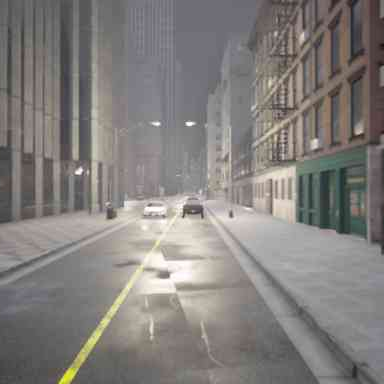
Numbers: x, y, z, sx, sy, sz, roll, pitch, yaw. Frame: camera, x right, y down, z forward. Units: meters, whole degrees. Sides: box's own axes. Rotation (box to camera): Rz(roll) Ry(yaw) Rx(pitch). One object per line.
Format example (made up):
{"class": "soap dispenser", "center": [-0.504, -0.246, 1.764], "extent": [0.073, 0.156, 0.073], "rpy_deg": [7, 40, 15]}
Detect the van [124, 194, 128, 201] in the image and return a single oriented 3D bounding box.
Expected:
{"class": "van", "center": [-19.620, 1.578, 92.124], "extent": [3.998, 1.788, 1.690], "rpy_deg": [-1, 0, 0]}

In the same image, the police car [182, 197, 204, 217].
{"class": "police car", "center": [0.098, 1.411, 30.757], "extent": [1.930, 1.638, 5.238], "rpy_deg": [0, 0, 0]}

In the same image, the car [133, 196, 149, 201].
{"class": "car", "center": [-13.993, 1.714, 92.106], "extent": [4.507, 1.381, 1.887], "rpy_deg": [-1, 0, 0]}

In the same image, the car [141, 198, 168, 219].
{"class": "car", "center": [-3.094, 1.513, 28.858], "extent": [1.812, 1.442, 4.674], "rpy_deg": [0, 0, 0]}

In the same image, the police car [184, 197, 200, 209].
{"class": "police car", "center": [0.022, 1.485, 46.768], "extent": [2.038, 1.542, 4.974], "rpy_deg": [0, 0, 0]}
